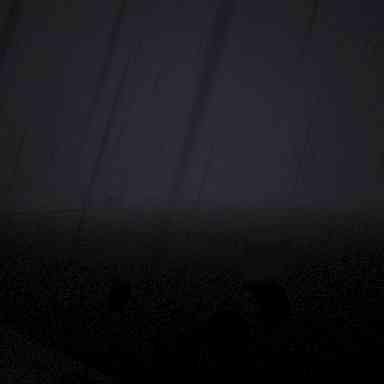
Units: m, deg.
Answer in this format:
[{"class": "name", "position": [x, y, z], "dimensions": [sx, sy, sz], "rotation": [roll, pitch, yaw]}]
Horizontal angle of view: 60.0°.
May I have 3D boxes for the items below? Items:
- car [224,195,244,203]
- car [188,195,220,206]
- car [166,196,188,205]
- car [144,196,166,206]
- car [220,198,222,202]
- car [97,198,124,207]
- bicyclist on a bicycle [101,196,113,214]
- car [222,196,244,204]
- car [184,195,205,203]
[{"class": "car", "position": [8.873, 1.490, 69.426], "dimensions": [2.128, 1.511, 4.902], "rotation": [0, 0, 35]}, {"class": "car", "position": [2.031, 1.478, 53.612], "dimensions": [1.882, 1.535, 5.008], "rotation": [0, 0, 35]}, {"class": "car", "position": [-1.521, 1.477, 54.542], "dimensions": [1.882, 1.535, 5.008], "rotation": [0, 0, 35]}, {"class": "car", "position": [-5.735, 1.477, 54.620], "dimensions": [1.882, 1.535, 5.008], "rotation": [0, 0, 35]}, {"class": "car", "position": [4.674, 1.477, 69.526], "dimensions": [1.882, 1.535, 5.008], "rotation": [0, 0, 35]}, {"class": "car", "position": [-12.437, 1.564, 51.135], "dimensions": [1.994, 1.385, 4.181], "rotation": [0, 0, 35]}, {"class": "bicyclist on a bicycle", "position": [-8.025, 1.156, 31.722], "dimensions": [1.656, 1.620, 0.582], "rotation": [33, 17, 27]}, {"class": "car", "position": [7.995, 1.601, 62.230], "dimensions": [1.895, 1.301, 4.718], "rotation": [0, 0, 35]}, {"class": "car", "position": [0.580, 1.477, 69.777], "dimensions": [1.882, 1.535, 5.008], "rotation": [0, 0, 35]}]
